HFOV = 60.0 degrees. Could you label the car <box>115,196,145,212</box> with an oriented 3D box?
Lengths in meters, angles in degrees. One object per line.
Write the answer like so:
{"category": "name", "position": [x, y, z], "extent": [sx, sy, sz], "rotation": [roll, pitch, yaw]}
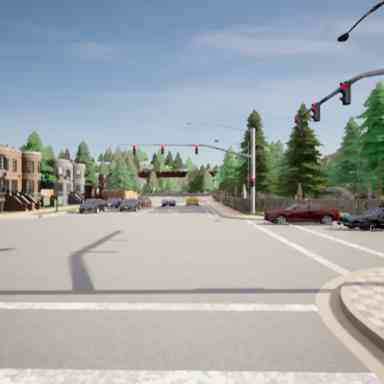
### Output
{"category": "car", "position": [-7.077, 1.489, 38.427], "extent": [1.837, 1.490, 4.892], "rotation": [0, 0, 0]}

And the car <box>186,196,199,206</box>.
{"category": "car", "position": [0.080, 1.456, 53.094], "extent": [1.882, 1.535, 5.008], "rotation": [0, 0, 0]}

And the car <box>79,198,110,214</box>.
{"category": "car", "position": [-10.588, 1.490, 35.714], "extent": [1.837, 1.490, 4.892], "rotation": [0, 0, 0]}

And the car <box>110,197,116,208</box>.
{"category": "car", "position": [-10.588, 1.473, 45.131], "extent": [2.128, 1.511, 4.902], "rotation": [0, 0, 0]}

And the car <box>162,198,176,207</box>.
{"category": "car", "position": [-3.419, 1.580, 50.013], "extent": [1.895, 1.301, 4.718], "rotation": [0, 0, 0]}

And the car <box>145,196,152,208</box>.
{"category": "car", "position": [-7.073, 1.333, 47.628], "extent": [2.097, 1.767, 4.553], "rotation": [0, 0, 0]}

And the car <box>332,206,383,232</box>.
{"category": "car", "position": [11.471, 1.540, 19.533], "extent": [5.357, 1.411, 2.033], "rotation": [0, 0, 0]}

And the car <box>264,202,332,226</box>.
{"category": "car", "position": [7.550, 1.468, 23.034], "extent": [5.008, 1.535, 1.882], "rotation": [0, 0, 0]}
